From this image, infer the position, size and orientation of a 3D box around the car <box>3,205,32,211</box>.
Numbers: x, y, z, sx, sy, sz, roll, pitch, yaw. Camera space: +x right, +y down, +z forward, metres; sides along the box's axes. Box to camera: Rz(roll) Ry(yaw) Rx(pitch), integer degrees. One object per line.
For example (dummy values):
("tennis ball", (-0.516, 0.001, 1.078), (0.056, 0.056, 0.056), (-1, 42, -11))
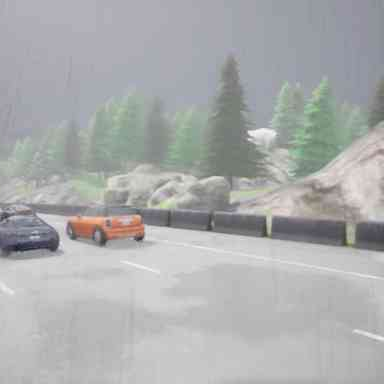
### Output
("car", (-14.198, 1.760, 27.184), (1.812, 1.442, 4.674), (-1, 0, -41))

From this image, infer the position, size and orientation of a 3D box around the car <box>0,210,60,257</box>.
("car", (-6.961, 1.635, 13.483), (1.994, 1.385, 4.181), (-1, 0, -41))

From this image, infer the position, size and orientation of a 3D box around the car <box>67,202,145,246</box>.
("car", (-4.166, 1.366, 15.597), (2.097, 1.767, 4.553), (-1, 0, -41))
